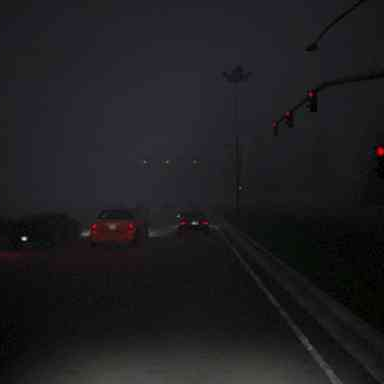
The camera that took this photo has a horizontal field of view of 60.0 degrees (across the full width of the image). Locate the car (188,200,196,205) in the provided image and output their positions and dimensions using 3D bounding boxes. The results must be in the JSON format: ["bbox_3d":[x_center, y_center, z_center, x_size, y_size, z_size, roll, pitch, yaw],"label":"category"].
[{"bbox_3d":[-0.013,2.550,83.015,1.895,1.301,4.718,0,-1,0],"label":"car"}]

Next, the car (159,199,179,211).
[{"bbox_3d":[-3.408,2.176,49.988,1.895,1.301,4.718,0,-1,0],"label":"car"}]

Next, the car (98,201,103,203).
[{"bbox_3d":[-13.906,2.106,53.309,2.128,1.511,4.902,0,-1,0],"label":"car"}]

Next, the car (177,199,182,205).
[{"bbox_3d":[-3.513,2.433,81.059,1.837,1.490,4.892,0,-1,0],"label":"car"}]

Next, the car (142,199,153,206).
[{"bbox_3d":[-10.512,2.450,79.090,2.033,1.411,5.357,0,-1,0],"label":"car"}]

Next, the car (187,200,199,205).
[{"bbox_3d":[0.094,2.171,52.735,1.994,1.385,4.181,0,-1,0],"label":"car"}]

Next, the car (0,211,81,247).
[{"bbox_3d":[-6.902,1.692,16.127,1.837,1.490,4.892,0,-1,0],"label":"car"}]

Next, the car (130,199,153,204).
[{"bbox_3d":[-6.905,2.082,46.407,2.033,1.411,5.357,0,-1,0],"label":"car"}]

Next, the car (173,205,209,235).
[{"bbox_3d":[0.098,1.785,20.576,2.033,1.411,5.357,0,-1,0],"label":"car"}]

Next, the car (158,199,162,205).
[{"bbox_3d":[-7.012,2.449,78.972,2.033,1.411,5.357,0,-1,0],"label":"car"}]

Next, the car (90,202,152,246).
[{"bbox_3d":[-3.401,1.541,16.335,2.097,1.767,4.553,0,-1,0],"label":"car"}]

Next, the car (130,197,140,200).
[{"bbox_3d":[-14.013,2.181,83.083,2.150,2.045,5.566,0,-1,0],"label":"car"}]
